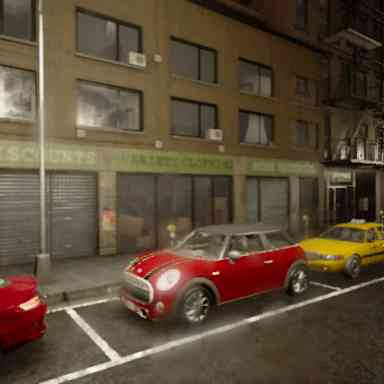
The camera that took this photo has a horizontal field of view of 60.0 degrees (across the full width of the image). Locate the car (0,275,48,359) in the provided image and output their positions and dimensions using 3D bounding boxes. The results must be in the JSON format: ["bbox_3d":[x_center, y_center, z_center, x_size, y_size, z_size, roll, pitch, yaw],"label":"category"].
[{"bbox_3d":[-3.915,1.582,3.746,4.206,1.307,1.802,0,0,-36],"label":"car"}]

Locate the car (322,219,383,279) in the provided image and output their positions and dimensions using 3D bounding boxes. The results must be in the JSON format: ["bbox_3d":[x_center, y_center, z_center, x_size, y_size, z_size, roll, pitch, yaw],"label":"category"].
[{"bbox_3d":[4.894,1.528,10.034,4.829,1.417,1.752,0,-1,-36],"label":"car"}]

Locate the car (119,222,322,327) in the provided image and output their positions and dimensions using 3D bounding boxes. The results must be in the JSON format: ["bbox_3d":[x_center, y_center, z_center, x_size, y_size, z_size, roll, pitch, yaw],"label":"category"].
[{"bbox_3d":[0.558,1.441,6.941,4.097,1.590,1.967,0,-1,-36],"label":"car"}]
